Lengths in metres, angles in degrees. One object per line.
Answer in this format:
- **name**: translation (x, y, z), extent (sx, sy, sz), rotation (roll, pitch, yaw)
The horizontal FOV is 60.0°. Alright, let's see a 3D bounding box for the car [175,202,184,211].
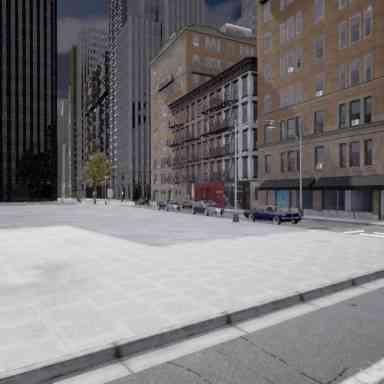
- **car**: translation (-0.009, 1.684, 43.128), extent (1.837, 1.490, 4.892), rotation (0, 0, -26)

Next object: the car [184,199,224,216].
- **car**: translation (1.458, 1.631, 34.073), extent (2.128, 1.511, 4.902), rotation (0, 0, -26)

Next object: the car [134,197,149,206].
- **car**: translation (-9.433, 1.813, 62.195), extent (1.837, 1.490, 4.892), rotation (0, -2, -26)

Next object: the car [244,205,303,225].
- **car**: translation (5.975, 1.687, 24.932), extent (1.895, 1.301, 4.718), rotation (0, 0, -26)

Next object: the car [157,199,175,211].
- **car**: translation (-3.093, 1.690, 43.316), extent (2.128, 1.511, 4.902), rotation (0, 0, -26)
